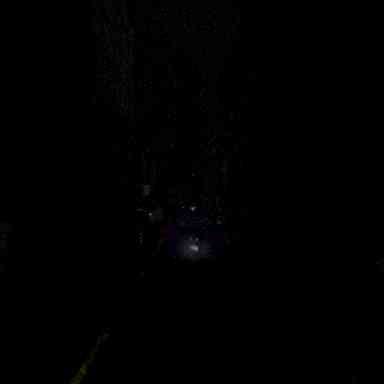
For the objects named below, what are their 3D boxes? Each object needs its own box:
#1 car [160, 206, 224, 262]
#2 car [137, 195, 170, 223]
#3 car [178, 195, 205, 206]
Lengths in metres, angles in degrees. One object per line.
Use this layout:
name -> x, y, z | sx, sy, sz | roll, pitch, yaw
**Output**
car -> 0.082, 1.496, 12.218 | 1.882, 1.535, 5.008 | 0, 0, 0
car -> -2.851, 1.246, 26.002 | 2.150, 2.045, 5.566 | 0, 0, 0
car -> 0.080, 1.376, 28.641 | 2.097, 1.767, 4.553 | 0, 0, 0
